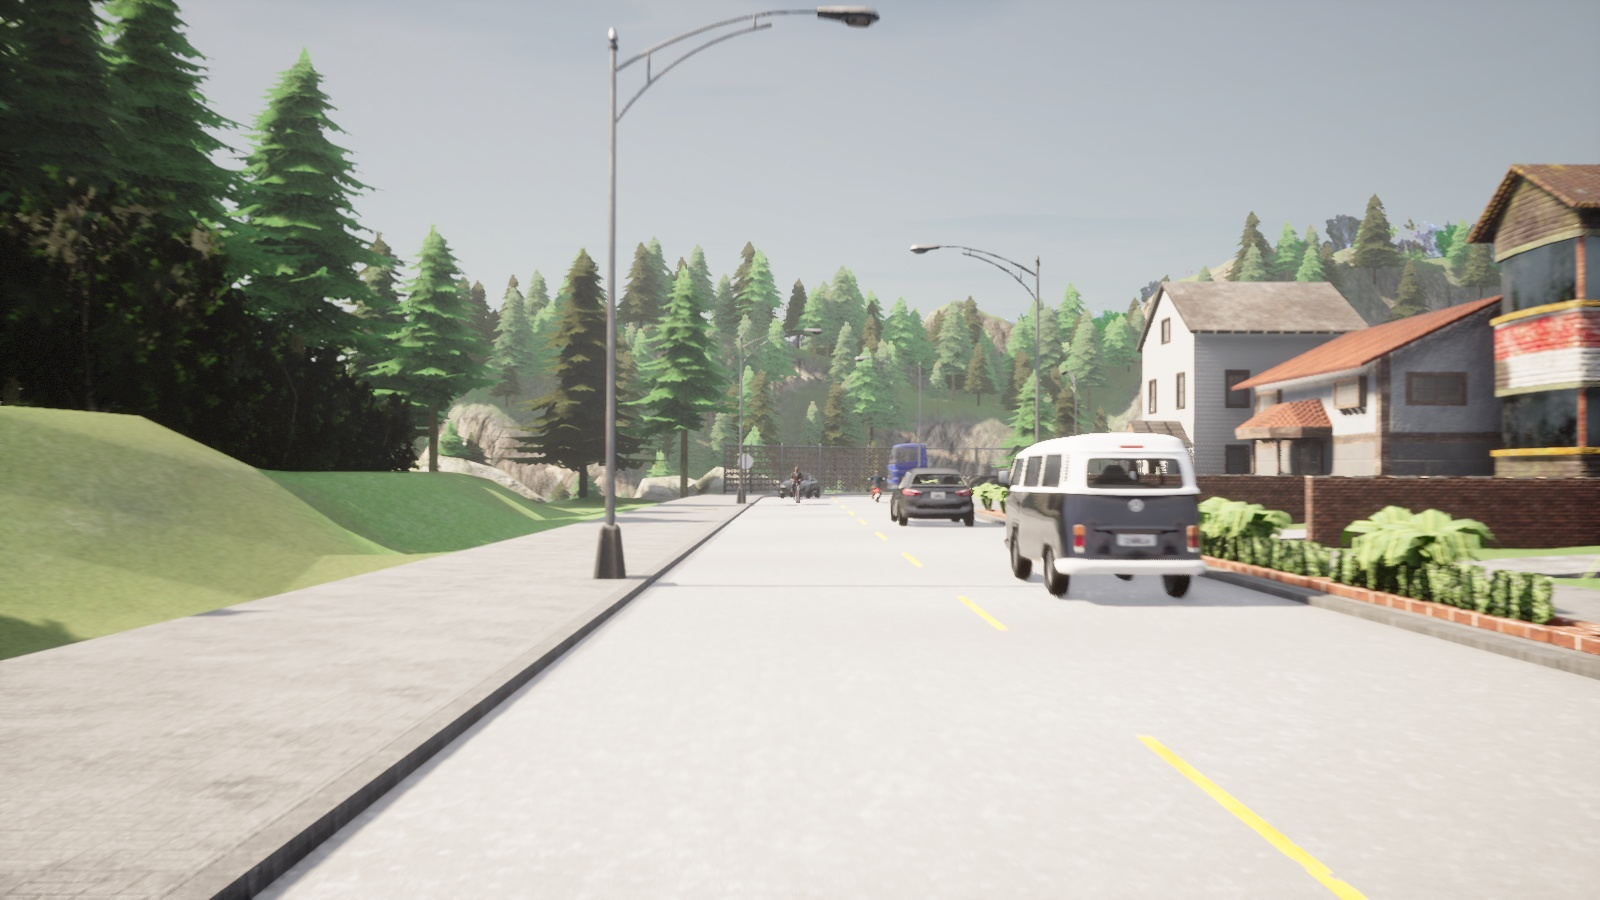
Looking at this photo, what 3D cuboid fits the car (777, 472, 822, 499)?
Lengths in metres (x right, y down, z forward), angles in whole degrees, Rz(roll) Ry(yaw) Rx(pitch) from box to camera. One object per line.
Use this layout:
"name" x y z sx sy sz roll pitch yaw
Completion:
"car" -0.011 2.025 71.639 1.816 1.474 4.193 0 -1 10

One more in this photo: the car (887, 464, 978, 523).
"car" 3.908 1.275 37.827 2.242 1.667 4.611 0 -1 0

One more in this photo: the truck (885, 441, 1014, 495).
"truck" 9.691 1.161 81.869 7.936 3.462 2.891 0 -1 -4

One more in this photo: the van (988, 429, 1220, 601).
"van" 3.957 0.810 17.225 2.069 2.038 4.480 0 -1 0
